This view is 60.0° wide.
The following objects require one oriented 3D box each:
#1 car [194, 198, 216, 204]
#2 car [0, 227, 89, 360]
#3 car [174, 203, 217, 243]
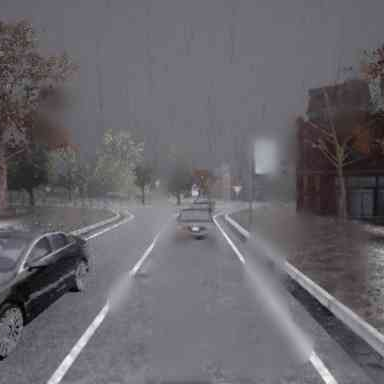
[{"bbox_3d":[1.151,1.283,31.902,2.128,1.511,4.902,0,2,10],"label":"car"},{"bbox_3d":[-3.330,1.457,5.948,2.128,1.511,4.902,0,0,0],"label":"car"},{"bbox_3d":[0.130,1.461,15.391,2.033,1.411,5.357,0,0,0],"label":"car"}]
